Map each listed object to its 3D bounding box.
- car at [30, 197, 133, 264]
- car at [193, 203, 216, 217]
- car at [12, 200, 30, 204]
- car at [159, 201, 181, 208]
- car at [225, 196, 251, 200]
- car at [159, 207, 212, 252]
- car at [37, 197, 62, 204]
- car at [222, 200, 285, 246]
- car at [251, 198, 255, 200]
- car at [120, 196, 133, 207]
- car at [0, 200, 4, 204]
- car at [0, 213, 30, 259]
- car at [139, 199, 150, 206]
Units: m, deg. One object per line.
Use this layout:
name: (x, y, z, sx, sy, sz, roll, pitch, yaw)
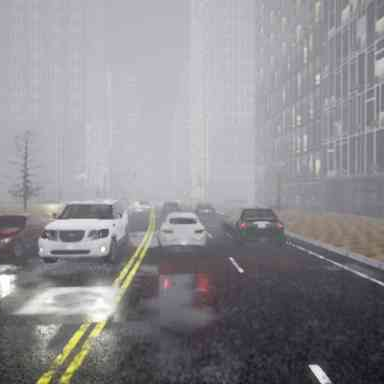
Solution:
car: (-3.703, 1.292, 12.470, 2.150, 2.045, 5.566, 0, -1, -3)
car: (1.092, 1.729, 32.892, 1.994, 1.385, 4.181, 0, 0, -6)
car: (-34.872, 1.778, 67.762, 4.206, 1.307, 1.802, 0, 0, -5)
car: (-2.109, 1.672, 32.289, 1.837, 1.490, 4.892, 0, 0, -6)
car: (9.522, 1.856, 72.207, 5.009, 1.841, 2.192, 0, 0, -6)
car: (-0.425, 1.601, 14.286, 1.812, 1.442, 4.674, 0, 0, -3)
car: (-29.210, 1.807, 68.280, 4.313, 1.339, 1.947, 0, 0, -5)
car: (2.739, 1.432, 15.784, 2.097, 1.767, 4.553, 0, 0, -3)
car: (14.145, 2.014, 81.081, 4.829, 1.417, 1.752, 0, 0, -6)
car: (-12.098, 1.704, 61.514, 2.097, 1.767, 4.553, 0, 0, -7)
car: (-40.536, 1.716, 67.284, 4.313, 1.339, 1.947, 0, 0, -5)
car: (-7.004, 1.600, 13.049, 1.812, 1.442, 4.674, 0, 0, -3)
car: (-8.862, 1.928, 61.825, 1.895, 1.301, 4.718, 0, 0, -7)
